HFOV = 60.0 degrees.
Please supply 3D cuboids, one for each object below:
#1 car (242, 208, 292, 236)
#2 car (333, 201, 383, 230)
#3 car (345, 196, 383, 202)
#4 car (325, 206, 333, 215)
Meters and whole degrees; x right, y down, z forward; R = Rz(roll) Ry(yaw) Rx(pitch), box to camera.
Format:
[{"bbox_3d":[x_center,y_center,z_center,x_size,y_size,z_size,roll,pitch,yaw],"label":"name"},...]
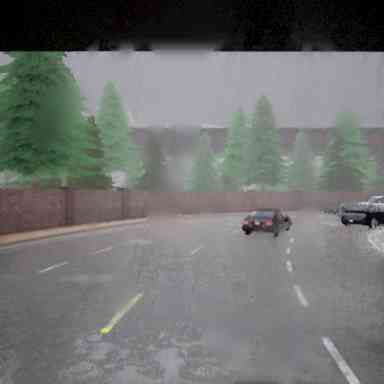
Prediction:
[{"bbox_3d":[4.396,1.641,19.046,2.033,1.411,5.357,0,0,26],"label":"car"},{"bbox_3d":[11.969,1.614,22.300,4.902,1.511,2.128,0,-1,-36],"label":"car"},{"bbox_3d":[17.595,1.394,31.125,5.566,2.045,2.150,0,0,-6],"label":"car"},{"bbox_3d":[16.338,1.691,34.534,4.892,1.490,1.837,0,0,-5],"label":"car"}]
